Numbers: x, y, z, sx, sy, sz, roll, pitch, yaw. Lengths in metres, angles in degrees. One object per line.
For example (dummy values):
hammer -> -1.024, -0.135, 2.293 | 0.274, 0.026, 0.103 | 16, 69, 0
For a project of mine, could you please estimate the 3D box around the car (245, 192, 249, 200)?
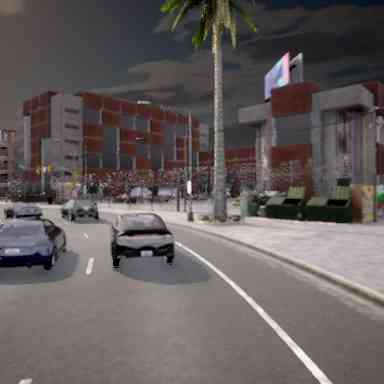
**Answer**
car -> 8.929, 1.150, 52.299 | 4.674, 1.452, 2.002 | 0, 0, 42

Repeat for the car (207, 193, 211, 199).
car -> 0.946, 1.275, 68.663 | 4.718, 1.301, 1.895 | 0, 0, 42

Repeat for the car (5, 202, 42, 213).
car -> -13.763, 1.500, 27.104 | 2.033, 1.411, 5.357 | 0, 0, -40

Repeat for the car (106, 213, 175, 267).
car -> -1.840, 1.451, 11.391 | 2.128, 1.511, 4.902 | 0, 0, -15

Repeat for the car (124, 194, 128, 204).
car -> -11.140, 1.074, 55.186 | 4.553, 1.767, 2.185 | 0, 0, 42

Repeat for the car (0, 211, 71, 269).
car -> -5.331, 1.545, 10.879 | 1.994, 1.385, 4.181 | 0, 0, -15

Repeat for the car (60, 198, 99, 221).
car -> -9.058, 1.284, 26.536 | 2.097, 1.767, 4.553 | -1, 0, -33
